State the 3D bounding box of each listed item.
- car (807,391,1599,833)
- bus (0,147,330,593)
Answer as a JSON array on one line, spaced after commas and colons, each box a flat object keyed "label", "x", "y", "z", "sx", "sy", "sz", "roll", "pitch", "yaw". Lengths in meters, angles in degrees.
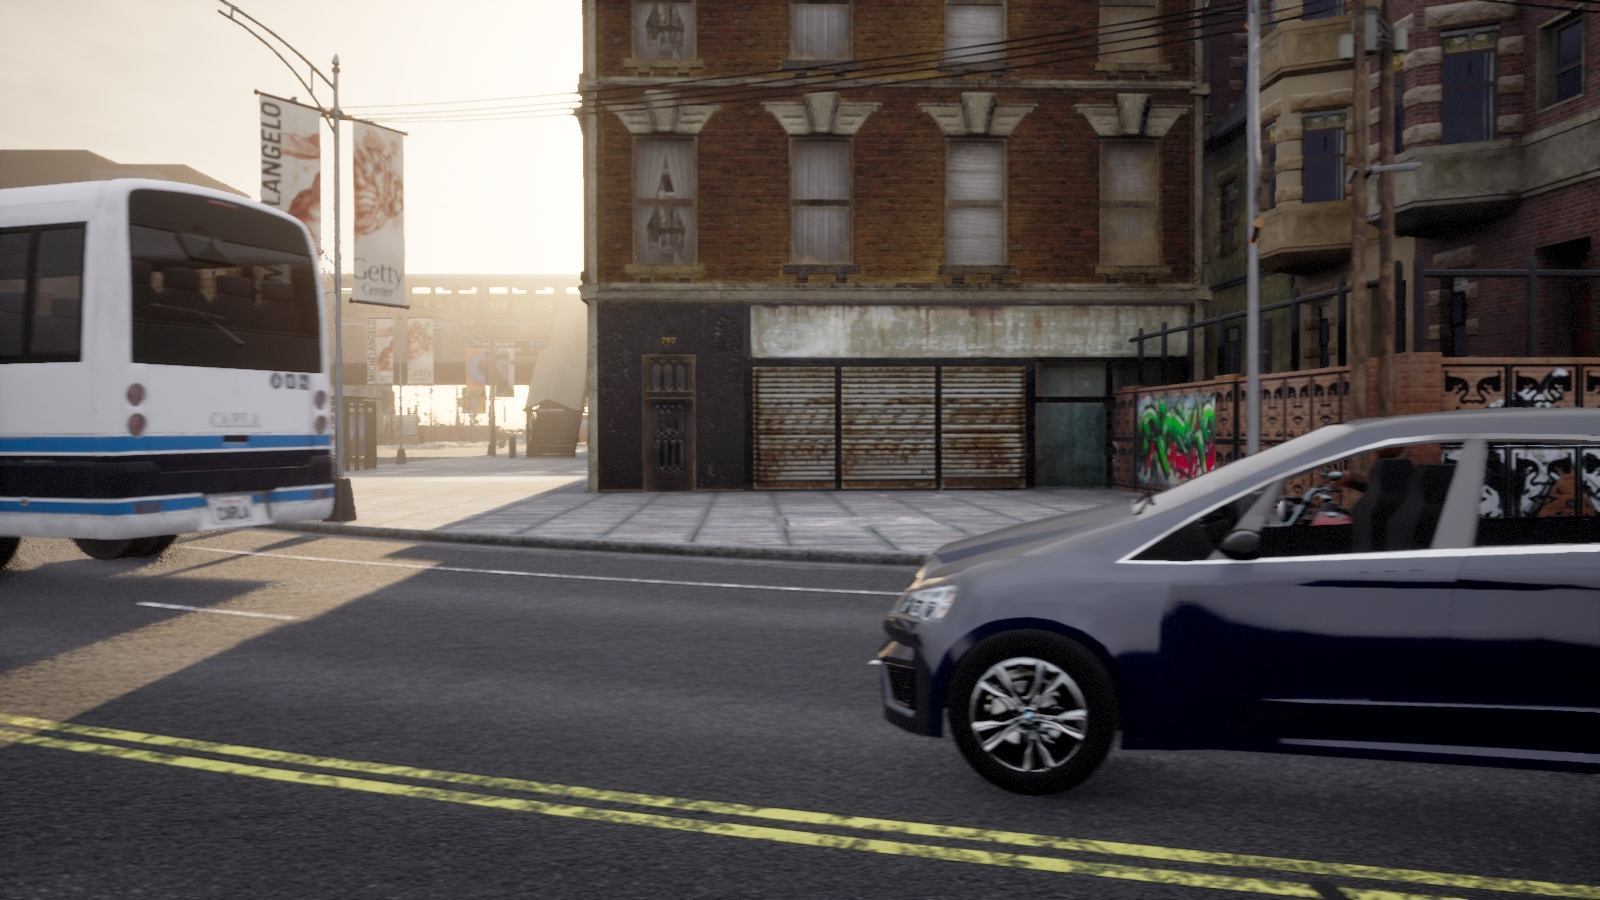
[{"label": "car", "x": 2.554, "y": 0.589, "z": 6.022, "sx": 4.611, "sy": 1.667, "sz": 2.242, "roll": 0, "pitch": 1, "yaw": 15}, {"label": "bus", "x": -11.394, "y": -0.833, "z": 15.529, "sx": 10.273, "sy": 4.253, "sz": 3.944, "roll": 1, "pitch": 1, "yaw": 19}]
